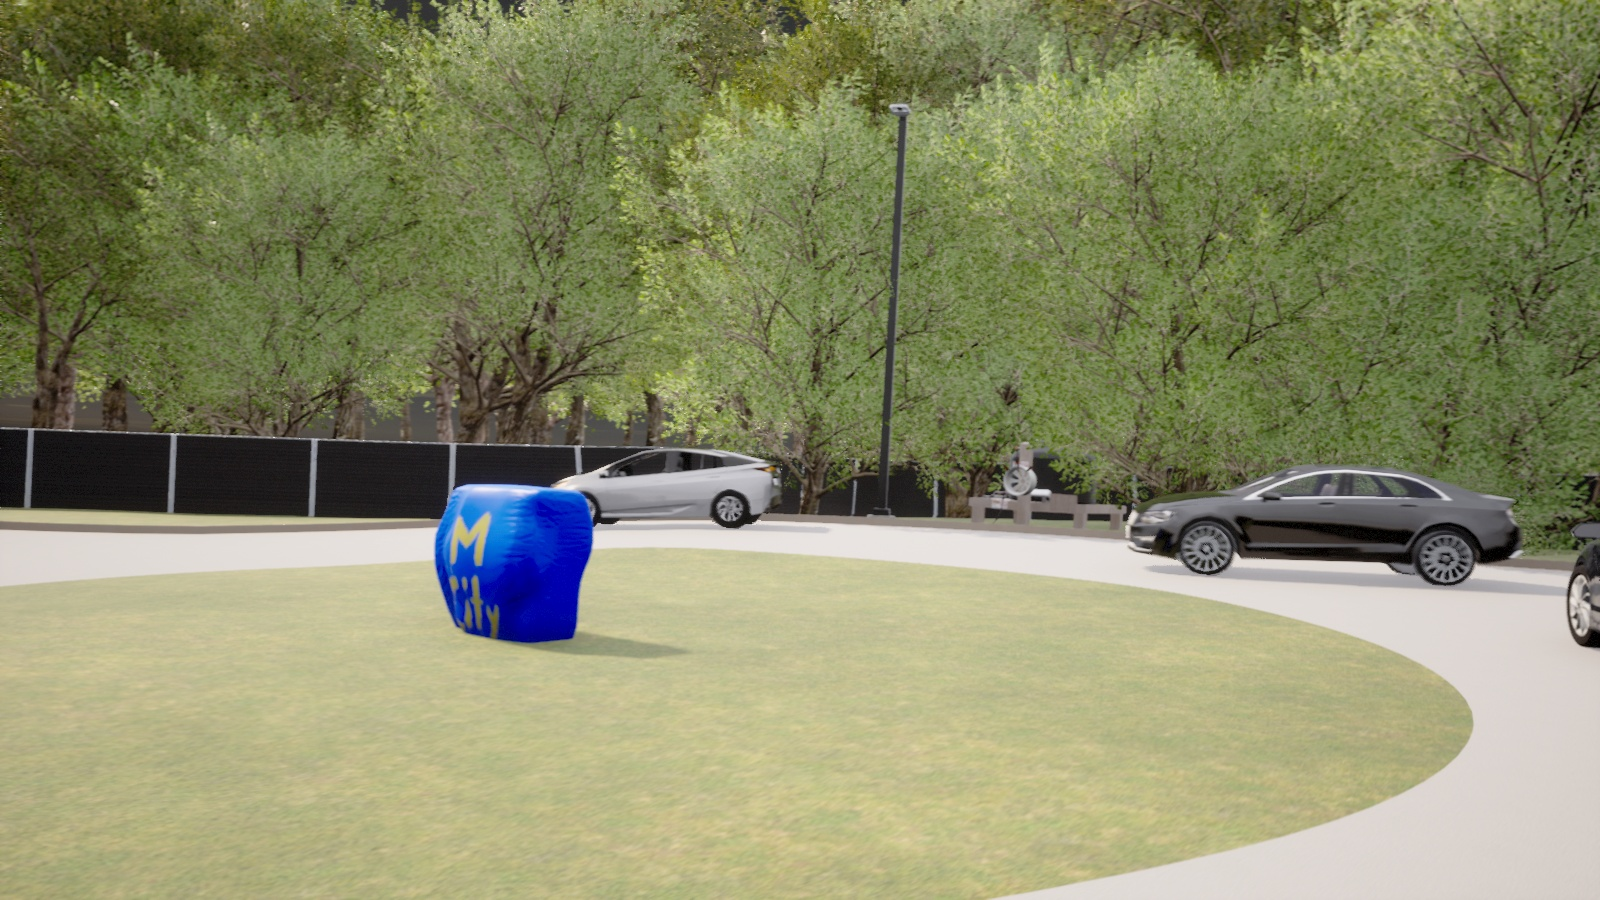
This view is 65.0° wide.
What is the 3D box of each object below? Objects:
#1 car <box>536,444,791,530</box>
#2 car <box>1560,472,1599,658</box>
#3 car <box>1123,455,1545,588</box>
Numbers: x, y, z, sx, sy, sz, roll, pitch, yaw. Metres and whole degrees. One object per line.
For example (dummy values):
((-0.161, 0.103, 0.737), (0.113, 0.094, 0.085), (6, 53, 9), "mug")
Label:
((-2.554, 0.703, 24.156), (4.514, 1.525, 2.007), (-1, 0, 7), "car")
((7.060, 0.937, 9.164), (1.837, 1.490, 4.892), (1, 0, 22), "car")
((6.956, 0.881, 16.972), (4.902, 1.511, 2.128), (1, 0, 12), "car")
